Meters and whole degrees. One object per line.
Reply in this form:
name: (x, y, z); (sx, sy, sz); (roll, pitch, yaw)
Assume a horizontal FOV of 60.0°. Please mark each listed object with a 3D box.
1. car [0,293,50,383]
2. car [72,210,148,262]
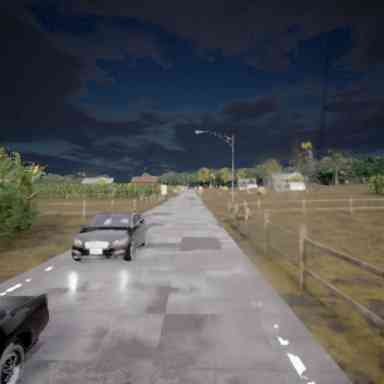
car: (-2.844, 1.594, 2.255); (1.895, 1.301, 4.718); (0, 0, 0)
car: (-2.758, 1.445, 12.045); (2.128, 1.511, 4.902); (0, 0, 0)
